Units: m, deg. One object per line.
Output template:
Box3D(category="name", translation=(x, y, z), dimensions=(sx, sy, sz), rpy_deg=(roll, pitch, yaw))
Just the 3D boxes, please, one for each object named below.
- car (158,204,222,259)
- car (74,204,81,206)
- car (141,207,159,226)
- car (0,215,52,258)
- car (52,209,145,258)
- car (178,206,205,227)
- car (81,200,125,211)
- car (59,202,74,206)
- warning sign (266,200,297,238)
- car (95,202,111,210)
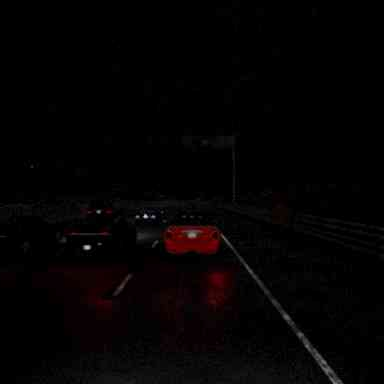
Box3D(category="car", translation=(0.020, 1.522, 13.454), dimensions=(2.097, 1.767, 4.553), rpy_deg=(0, -1, 0))
Box3D(category="car", translation=(-21.010, 2.810, 65.364), dimensions=(1.812, 1.442, 4.674), rpy_deg=(0, -1, 0))
Box3D(category="car", translation=(-3.495, 1.966, 27.555), dimensions=(2.033, 1.411, 5.357), rpy_deg=(0, -1, 0))
Box3D(category="car", translation=(-6.981, 1.680, 13.517), dimensions=(1.837, 1.490, 4.892), rpy_deg=(0, 0, 0))
Box3D(category="car", translation=(-3.481, 1.665, 13.521), dimensions=(2.128, 1.511, 4.902), rpy_deg=(0, -1, 0))
Box3D(category="car", translation=(0.005, 1.966, 27.571), dimensions=(2.033, 1.411, 5.357), rpy_deg=(0, -1, 0))
Box3D(category="car", translation=(-6.995, 1.644, 27.607), dimensions=(2.150, 2.045, 5.566), rpy_deg=(0, -1, 0))
Box3D(category="car", translation=(-24.510, 2.762, 65.325), dimensions=(1.882, 1.535, 5.008), rpy_deg=(0, -1, 0))
Box3D(category="warning sign", translation=(4.540, 1.340, 16.994), dimensions=(1.300, 1.860, 1.060), rpy_deg=(0, -1, 0))
Box3D(category="car", translation=(-17.514, 2.789, 65.518), dimensions=(1.837, 1.490, 4.892), rpy_deg=(0, -1, 0))
